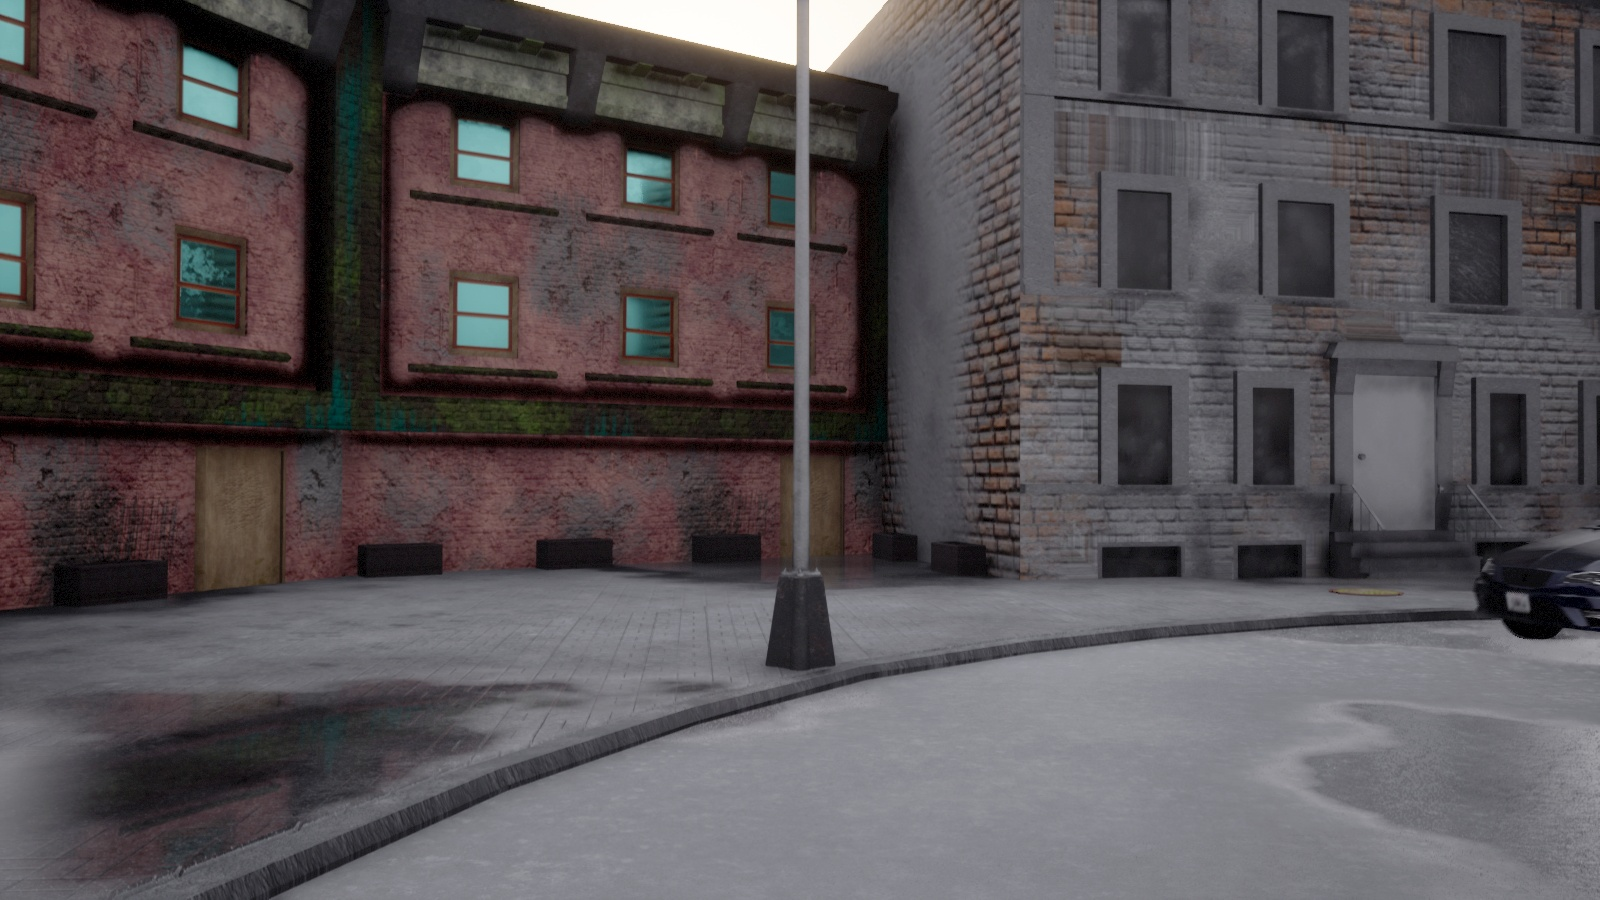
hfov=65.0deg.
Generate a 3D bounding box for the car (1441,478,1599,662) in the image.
[{"bbox_3d":[8.305,0.988,11.360,4.193,1.474,1.816,0,-1,-9],"label":"car"}]
